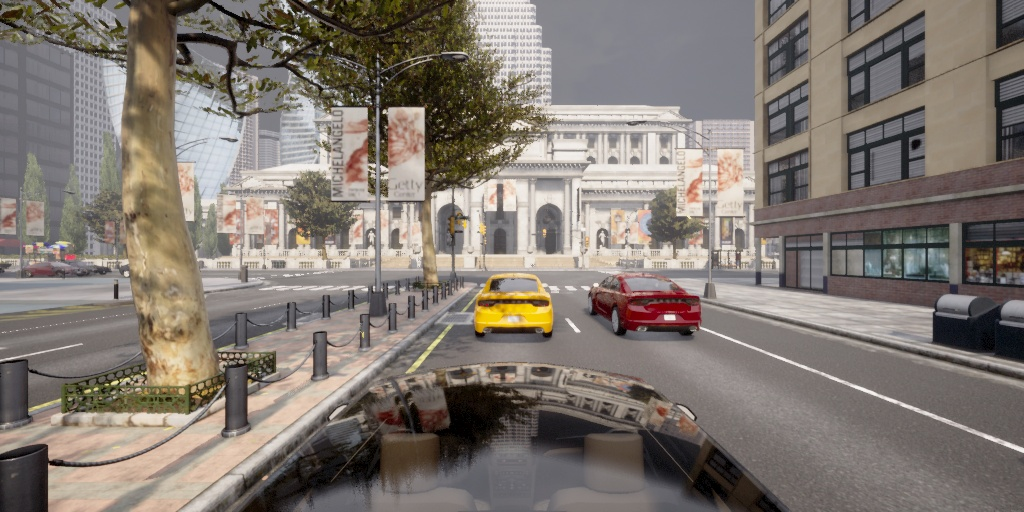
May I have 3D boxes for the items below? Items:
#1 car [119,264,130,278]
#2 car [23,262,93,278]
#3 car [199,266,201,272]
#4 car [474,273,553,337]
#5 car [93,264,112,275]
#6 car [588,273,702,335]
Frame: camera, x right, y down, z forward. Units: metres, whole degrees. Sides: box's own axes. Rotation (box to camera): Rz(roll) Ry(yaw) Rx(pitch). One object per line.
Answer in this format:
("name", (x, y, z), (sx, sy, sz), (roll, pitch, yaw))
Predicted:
("car", (-34.182, 1.255, 34.000), (4.892, 1.490, 1.837), (0, 0, 0))
("car", (-43.381, 1.276, 33.967), (4.674, 1.442, 1.812), (0, 0, -1))
("car", (-35.480, 1.228, 37.499), (5.008, 1.535, 1.882), (0, 0, 0))
("car", (0.055, 1.228, 10.338), (1.882, 1.535, 5.008), (0, 0, 0))
("car", (-45.304, 1.297, 37.460), (5.357, 1.411, 2.033), (0, 0, 0))
("car", (3.557, 1.228, 10.517), (1.882, 1.535, 5.008), (0, 0, 0))
